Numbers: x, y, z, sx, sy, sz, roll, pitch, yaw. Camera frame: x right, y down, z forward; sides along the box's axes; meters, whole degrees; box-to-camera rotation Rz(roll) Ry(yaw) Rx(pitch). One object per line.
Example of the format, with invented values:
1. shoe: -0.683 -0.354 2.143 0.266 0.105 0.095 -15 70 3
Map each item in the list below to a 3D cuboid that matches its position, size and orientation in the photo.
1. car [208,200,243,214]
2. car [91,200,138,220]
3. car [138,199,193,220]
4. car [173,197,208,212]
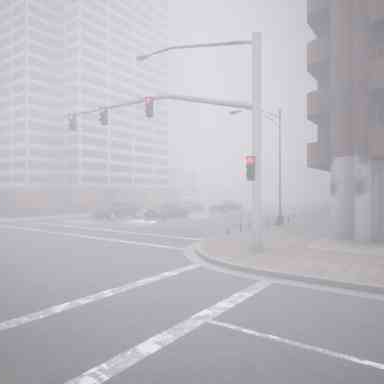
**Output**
1. car: 3.761 1.601 36.259 1.895 1.301 4.718 0 0 35
2. car: -6.221 1.505 28.164 1.837 1.490 4.892 0 0 35
3. car: -2.111 1.564 27.924 1.994 1.385 4.181 0 0 35
4. car: -0.500 1.564 36.290 1.994 1.385 4.181 0 0 35
